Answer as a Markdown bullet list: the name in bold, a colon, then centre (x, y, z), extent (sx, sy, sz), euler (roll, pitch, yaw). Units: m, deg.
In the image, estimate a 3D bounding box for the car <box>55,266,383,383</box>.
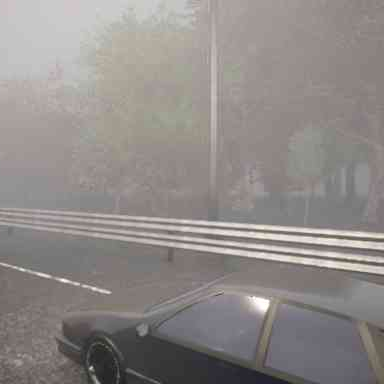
- **car**: centre (0.895, 1.541, 3.351), extent (5.357, 1.411, 2.033), euler (0, 0, 35)
